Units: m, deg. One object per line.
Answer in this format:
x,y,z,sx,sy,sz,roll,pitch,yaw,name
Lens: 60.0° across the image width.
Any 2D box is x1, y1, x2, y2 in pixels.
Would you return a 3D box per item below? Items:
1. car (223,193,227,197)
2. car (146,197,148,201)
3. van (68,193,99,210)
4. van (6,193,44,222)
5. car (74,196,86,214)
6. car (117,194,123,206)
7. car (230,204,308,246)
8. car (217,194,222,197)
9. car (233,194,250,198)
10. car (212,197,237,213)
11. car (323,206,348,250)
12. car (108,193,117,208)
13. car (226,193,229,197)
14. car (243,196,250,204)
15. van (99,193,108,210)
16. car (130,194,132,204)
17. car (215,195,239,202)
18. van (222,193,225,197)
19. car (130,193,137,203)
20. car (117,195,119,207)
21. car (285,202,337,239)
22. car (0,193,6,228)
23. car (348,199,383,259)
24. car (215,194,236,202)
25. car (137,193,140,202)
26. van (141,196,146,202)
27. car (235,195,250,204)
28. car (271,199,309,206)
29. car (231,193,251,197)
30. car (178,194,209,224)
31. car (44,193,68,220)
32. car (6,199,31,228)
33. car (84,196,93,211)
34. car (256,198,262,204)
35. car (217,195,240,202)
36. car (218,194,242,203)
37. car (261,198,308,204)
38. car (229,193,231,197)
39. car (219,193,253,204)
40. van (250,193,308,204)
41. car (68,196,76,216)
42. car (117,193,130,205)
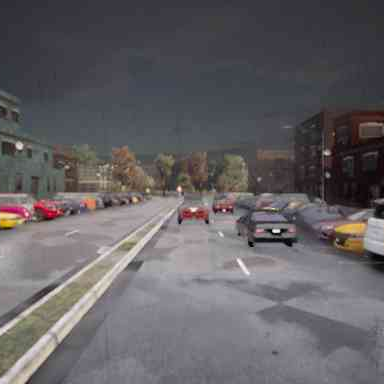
7.645,1.353,50.370,5.008,1.535,2.097,0,0,0,car
-12.548,1.253,71.600,4.553,1.767,2.185,0,0,0,car
-12.662,1.118,35.465,4.442,1.987,1.878,0,0,0,van
-12.439,1.139,21.569,4.442,1.987,1.878,0,0,0,van
-12.520,1.378,29.906,4.792,1.488,2.163,0,0,0,car
-12.533,1.388,46.516,4.674,1.452,2.002,0,0,0,car
3.105,1.472,14.722,2.033,1.411,5.357,0,0,0,car
7.454,1.358,55.885,5.366,1.575,1.946,0,0,0,car
7.633,1.351,39.341,4.892,1.521,2.231,0,0,0,car
3.093,1.475,34.345,1.895,1.301,4.718,0,0,0,car
7.645,1.417,11.770,5.008,1.535,2.097,0,0,0,car
-12.569,1.092,41.022,5.566,2.045,2.435,0,0,0,car
7.670,1.225,47.613,4.553,1.767,2.185,0,0,0,car
7.633,1.360,31.071,4.892,1.521,2.231,0,0,0,car
-12.426,1.117,38.242,4.442,1.987,1.878,0,0,0,van
-12.717,1.353,52.139,5.366,1.575,1.946,0,0,0,car
7.645,1.366,72.431,5.008,1.535,2.097,0,0,0,car
7.522,1.131,53.127,4.442,1.987,1.878,0,0,0,van
-12.559,1.110,54.919,5.566,2.045,2.435,0,0,0,car
-12.536,1.385,43.801,4.674,1.452,2.002,0,0,0,car
7.669,1.425,17.284,4.792,1.488,2.163,0,0,0,car
-12.532,1.129,16.012,5.566,2.045,2.435,0,0,0,car
7.668,1.178,9.013,5.566,2.045,2.435,0,0,0,car
7.608,1.233,75.194,4.553,1.767,2.185,0,0,0,car
-12.520,1.372,60.351,5.008,1.535,2.097,0,0,0,car
-12.403,1.158,68.691,4.442,1.987,1.878,0,0,0,van
7.633,1.353,36.584,4.892,1.521,2.231,0,0,0,car
7.633,1.386,20.043,4.892,1.521,2.231,0,0,0,car
7.608,1.223,42.098,4.553,1.767,2.185,0,0,0,car
0.100,1.246,24.117,2.097,1.767,4.553,0,0,0,car
-12.526,1.106,24.346,5.566,2.045,2.435,0,0,0,car
-12.373,1.369,18.790,5.366,1.575,1.946,0,0,0,car
-12.545,1.386,32.560,4.674,1.452,2.002,0,0,0,car
7.637,1.410,25.557,4.674,1.452,2.002,0,0,0,car
7.637,1.409,69.676,4.674,1.452,2.002,0,0,0,car
7.608,1.246,66.918,4.553,1.767,2.185,0,0,0,car
7.825,1.374,22.798,5.366,1.575,1.946,0,0,0,car
7.670,1.224,44.856,4.553,1.767,2.185,0,0,0,car
7.668,1.113,58.642,5.566,2.045,2.435,0,0,0,car
7.522,1.138,28.189,4.442,1.987,1.878,0,0,0,van
-12.545,1.354,27.128,4.892,1.521,2.231,0,0,0,car
-12.506,1.100,49.234,5.566,2.045,2.435,0,0,0,car
